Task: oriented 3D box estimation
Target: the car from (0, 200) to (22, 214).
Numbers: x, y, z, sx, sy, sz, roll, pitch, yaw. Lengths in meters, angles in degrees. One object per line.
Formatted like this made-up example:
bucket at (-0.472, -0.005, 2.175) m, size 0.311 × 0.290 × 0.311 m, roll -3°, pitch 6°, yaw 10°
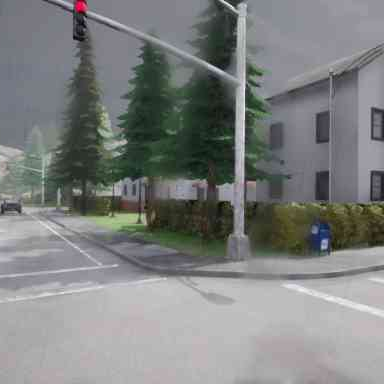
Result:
car at (-20.474, 1.658, 37.694) m, size 1.837 × 1.490 × 4.892 m, roll 1°, pitch -1°, yaw -32°
